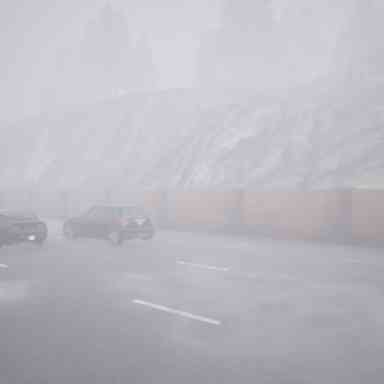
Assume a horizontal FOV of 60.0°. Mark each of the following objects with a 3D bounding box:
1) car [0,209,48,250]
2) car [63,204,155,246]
[{"bbox_3d":[-8.061,1.490,14.058,4.892,1.490,1.837,0,0,36],"label":"car"},{"bbox_3d":[-3.927,1.342,15.404,4.553,1.767,2.097,0,0,36],"label":"car"}]
